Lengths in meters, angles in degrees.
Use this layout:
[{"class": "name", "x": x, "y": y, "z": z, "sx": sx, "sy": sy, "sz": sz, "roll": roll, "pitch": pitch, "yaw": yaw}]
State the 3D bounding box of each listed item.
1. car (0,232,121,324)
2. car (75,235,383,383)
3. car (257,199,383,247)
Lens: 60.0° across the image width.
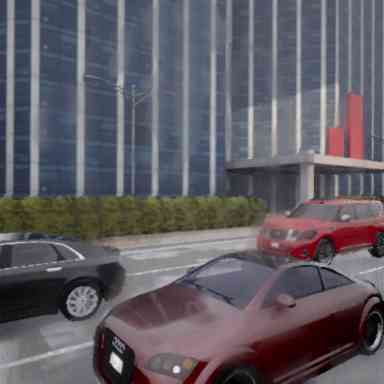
[{"class": "car", "x": -3.562, "y": 1.508, "z": 5.738, "sx": 4.892, "sy": 1.490, "sz": 1.837, "roll": 1, "pitch": 0, "yaw": -35}, {"class": "car", "x": 0.850, "y": 1.584, "z": 4.578, "sx": 4.181, "sy": 1.385, "sz": 1.994, "roll": 0, "pitch": 0, "yaw": -35}, {"class": "car", "x": 4.817, "y": 1.286, "z": 11.707, "sx": 5.566, "sy": 2.045, "sz": 2.150, "roll": 0, "pitch": 0, "yaw": -35}]
